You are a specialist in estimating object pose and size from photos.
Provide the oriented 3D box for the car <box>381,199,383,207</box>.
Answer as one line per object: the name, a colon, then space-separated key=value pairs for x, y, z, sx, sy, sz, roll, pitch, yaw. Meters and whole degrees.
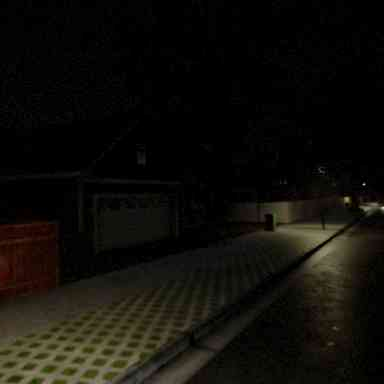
car: x=33.717 y=1.763 z=57.196 sx=1.837 sy=1.490 sz=4.892 roll=-1 pitch=-1 yaw=31
